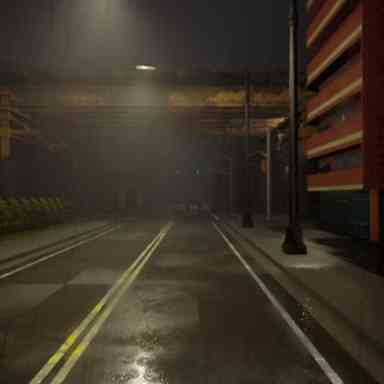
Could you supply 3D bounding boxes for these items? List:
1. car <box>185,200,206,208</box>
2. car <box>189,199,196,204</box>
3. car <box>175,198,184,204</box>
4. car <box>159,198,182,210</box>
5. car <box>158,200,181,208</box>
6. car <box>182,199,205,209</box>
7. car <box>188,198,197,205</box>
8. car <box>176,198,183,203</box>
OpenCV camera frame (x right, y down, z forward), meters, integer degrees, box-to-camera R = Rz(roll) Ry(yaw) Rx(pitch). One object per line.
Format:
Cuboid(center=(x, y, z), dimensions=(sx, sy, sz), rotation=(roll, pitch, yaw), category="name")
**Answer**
Cuboid(center=(0.480, 1.907, 54.141), dimensions=(1.853, 1.218, 4.536), rotation=(0, -1, -20), category="car")
Cuboid(center=(0.121, 2.207, 80.739), dimensions=(1.853, 1.218, 4.536), rotation=(0, -1, 0), category="car")
Cuboid(center=(-3.313, 2.460, 89.206), dimensions=(2.038, 1.542, 4.974), rotation=(0, -1, 0), category="car")
Cuboid(center=(-3.662, 2.068, 54.397), dimensions=(2.038, 1.542, 4.974), rotation=(0, -1, 25), category="car")
Cuboid(center=(-3.641, 1.911, 54.446), dimensions=(1.853, 1.218, 4.536), rotation=(0, -1, 25), category="car")
Cuboid(center=(0.498, 2.064, 54.091), dimensions=(2.038, 1.542, 4.974), rotation=(0, -1, -20), category="car")
Cuboid(center=(0.121, 2.364, 80.685), dimensions=(2.038, 1.542, 4.974), rotation=(0, -1, 0), category="car")
Cuboid(center=(-3.314, 2.303, 89.259), dimensions=(1.853, 1.218, 4.536), rotation=(0, -1, 0), category="car")
